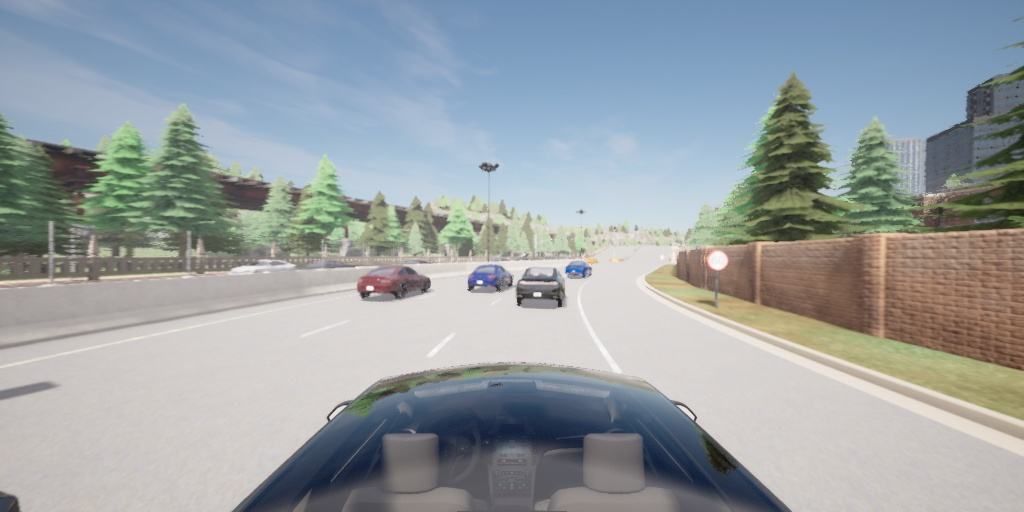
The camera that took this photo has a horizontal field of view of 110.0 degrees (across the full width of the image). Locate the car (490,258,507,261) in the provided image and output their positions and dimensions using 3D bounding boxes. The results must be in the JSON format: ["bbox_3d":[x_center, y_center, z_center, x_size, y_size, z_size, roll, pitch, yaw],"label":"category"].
[{"bbox_3d":[-2.617,1.054,65.175,2.033,1.411,5.357,1,0,25],"label":"car"}]

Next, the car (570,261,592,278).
[{"bbox_3d":[6.257,1.174,33.435,1.882,1.535,5.008,1,0,21],"label":"car"}]

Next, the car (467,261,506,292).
[{"bbox_3d":[-1.189,1.191,20.824,1.812,1.442,4.674,1,0,12],"label":"car"}]

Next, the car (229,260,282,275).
[{"bbox_3d":[-18.042,0.990,26.306,1.812,1.442,4.674,1,0,14],"label":"car"}]

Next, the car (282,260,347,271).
[{"bbox_3d":[-14.226,1.049,27.406,2.033,1.411,5.357,1,0,14],"label":"car"}]

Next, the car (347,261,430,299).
[{"bbox_3d":[-5.473,1.159,17.038,1.812,1.442,4.674,1,0,9],"label":"car"}]

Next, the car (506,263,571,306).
[{"bbox_3d":[1.335,1.203,15.525,2.128,1.511,4.902,1,0,10],"label":"car"}]
